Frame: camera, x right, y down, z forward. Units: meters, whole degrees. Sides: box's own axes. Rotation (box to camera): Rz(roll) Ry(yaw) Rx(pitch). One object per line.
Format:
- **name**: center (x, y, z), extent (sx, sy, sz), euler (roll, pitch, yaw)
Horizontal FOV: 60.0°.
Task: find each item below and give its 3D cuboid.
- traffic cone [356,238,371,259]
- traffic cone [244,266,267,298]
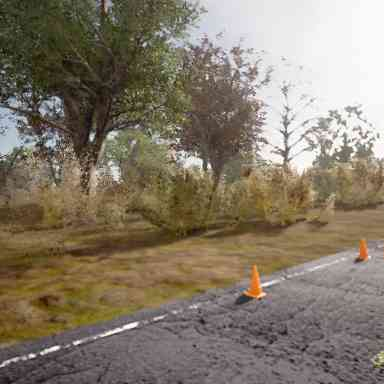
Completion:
- **traffic cone**: center (5.106, 1.654, 9.898), extent (0.340, 0.580, 0.340), euler (-2, 1, -40)
- **traffic cone**: center (1.300, 1.805, 6.800), extent (0.340, 0.580, 0.340), euler (-2, 1, -38)
